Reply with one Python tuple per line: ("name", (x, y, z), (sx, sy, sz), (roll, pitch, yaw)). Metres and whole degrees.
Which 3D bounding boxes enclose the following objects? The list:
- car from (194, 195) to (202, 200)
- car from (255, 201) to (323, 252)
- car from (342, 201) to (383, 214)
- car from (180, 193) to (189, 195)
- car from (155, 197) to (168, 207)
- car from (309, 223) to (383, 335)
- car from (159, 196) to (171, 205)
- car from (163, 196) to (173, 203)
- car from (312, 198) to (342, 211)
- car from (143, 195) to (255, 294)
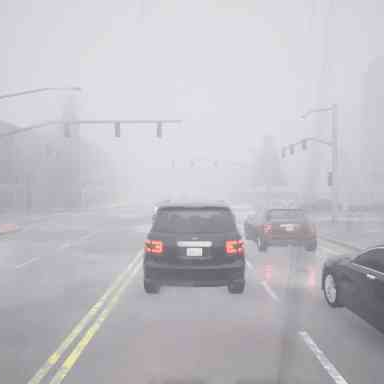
("car", (1.475, 1.552, 90.326), (1.994, 1.385, 4.181), (0, 0, -1))
("car", (3.537, 1.352, 14.123), (2.097, 1.767, 4.553), (0, 0, 0))
("car", (18.490, 1.601, 34.129), (4.718, 1.301, 1.895), (0, 0, -2))
("car", (-1.783, 1.496, 80.180), (1.837, 1.490, 4.892), (0, 0, -1))
("car", (-4.696, 1.526, 51.903), (1.812, 1.442, 4.674), (0, 0, -1))
("car", (3.607, 1.505, 5.042), (1.837, 1.490, 4.892), (0, 0, 0))
("car", (-4.895, 1.477, 61.293), (1.882, 1.535, 5.008), (0, 0, -1))
("car", (-5.068, 1.552, 71.174), (1.994, 1.385, 4.181), (0, 0, -1))
("car", (14.441, 1.505, 37.522), (4.892, 1.490, 1.837), (0, 0, -2))
("car", (0.055, 1.221, 8.945), (2.150, 2.045, 5.566), (0, 0, 0))
